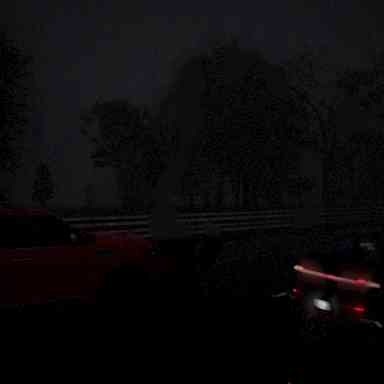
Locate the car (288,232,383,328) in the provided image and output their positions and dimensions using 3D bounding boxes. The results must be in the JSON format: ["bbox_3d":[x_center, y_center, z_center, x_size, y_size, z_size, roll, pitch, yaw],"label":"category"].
[{"bbox_3d":[3.994,1.542,6.534,4.902,1.511,2.128,1,0,-35],"label":"car"}]

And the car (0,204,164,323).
[{"bbox_3d":[-3.209,1.223,5.740,5.566,2.045,2.150,1,0,-36],"label":"car"}]
